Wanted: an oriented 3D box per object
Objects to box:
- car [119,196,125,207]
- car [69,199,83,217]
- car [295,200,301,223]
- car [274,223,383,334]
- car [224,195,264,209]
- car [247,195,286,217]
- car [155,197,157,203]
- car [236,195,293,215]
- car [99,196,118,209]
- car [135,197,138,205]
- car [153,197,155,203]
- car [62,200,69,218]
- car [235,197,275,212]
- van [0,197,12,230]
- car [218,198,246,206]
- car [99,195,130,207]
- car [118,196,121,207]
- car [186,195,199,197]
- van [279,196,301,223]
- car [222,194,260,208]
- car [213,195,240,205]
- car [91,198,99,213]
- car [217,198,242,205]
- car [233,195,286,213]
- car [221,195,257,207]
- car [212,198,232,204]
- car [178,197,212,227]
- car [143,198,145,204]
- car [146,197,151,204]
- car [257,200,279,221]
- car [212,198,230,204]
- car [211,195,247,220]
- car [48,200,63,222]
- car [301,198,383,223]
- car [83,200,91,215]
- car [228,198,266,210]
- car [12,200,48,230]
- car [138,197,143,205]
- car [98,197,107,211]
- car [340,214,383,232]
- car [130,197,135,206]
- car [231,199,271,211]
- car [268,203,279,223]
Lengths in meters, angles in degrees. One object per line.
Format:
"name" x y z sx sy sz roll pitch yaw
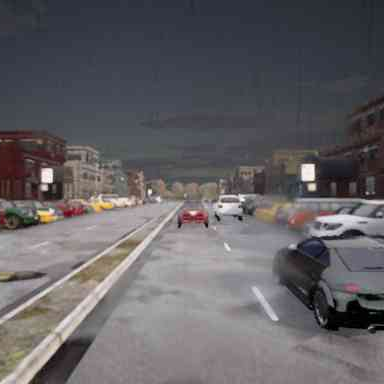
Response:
"car" -12.848 1.678 49.238 4.674 1.452 2.002 0 0 0
"car" -12.867 1.598 29.791 5.008 1.535 2.097 0 0 0
"car" 7.659 1.442 15.924 4.553 1.767 2.185 0 0 0
"car" 3.094 1.610 6.987 1.994 1.385 4.181 0 0 0
"car" 7.573 1.394 49.011 5.566 2.045 2.435 0 0 0
"car" 7.584 1.475 32.473 4.553 1.767 2.185 0 0 0
"car" -12.800 2.459 90.902 4.674 1.452 2.002 0 -1 0
"car" 7.584 1.352 35.230 5.566 2.045 2.435 0 0 0
"car" -13.042 1.605 43.810 5.366 1.575 1.946 0 0 0
"car" -12.806 1.661 60.345 4.553 1.767 2.185 0 -1 0
"car" -12.804 2.299 85.471 5.008 1.535 2.097 0 -1 0
"car" -12.907 1.470 27.012 4.553 1.767 2.185 0 0 0
"car" 7.639 1.481 40.743 4.553 1.767 2.185 0 0 0
"van" -13.003 1.353 18.673 4.442 1.987 1.878 0 0 0
"car" 7.586 1.835 62.782 5.008 1.535 2.097 0 -1 0
"car" -13.033 1.662 52.012 5.366 1.575 1.946 0 -1 0
"car" -12.856 1.659 46.581 4.674 1.452 2.002 0 0 0
"car" 0.059 1.349 41.352 2.150 2.045 5.566 0 -1 0
"van" 7.509 1.351 18.682 4.442 1.987 1.878 0 0 0
"car" 7.571 1.418 51.764 5.566 2.045 2.435 0 -1 0
"car" 7.611 1.797 73.814 5.566 2.045 2.435 0 -1 0
"car" -12.872 1.600 35.350 4.892 1.521 2.231 0 0 0
"car" 7.616 1.970 68.295 4.792 1.488 2.163 0 -1 0
"car" 7.639 1.353 37.988 5.566 2.045 2.435 0 0 0
"car" 7.569 1.451 54.521 5.566 2.045 2.435 0 -1 0
"car" 7.603 2.304 84.834 4.792 1.488 2.163 0 -1 0
"car" 0.081 1.463 24.085 2.097 1.767 4.553 0 0 0
"car" -13.013 1.949 68.801 5.366 1.575 1.946 0 -1 0
"car" -12.824 2.118 77.011 5.008 1.535 2.097 0 -1 0
"car" 7.807 1.588 24.197 5.366 1.575 1.946 0 0 0
"car" 7.569 2.376 87.628 4.674 1.452 2.002 0 -1 0
"car" 3.077 1.341 29.345 2.150 2.045 5.566 0 0 0
"car" -12.693 1.590 24.355 5.366 1.575 1.946 0 0 0
"car" 7.602 1.305 13.166 5.566 2.045 2.435 0 0 0
"car" -12.898 1.628 32.570 4.792 1.488 2.163 0 0 0
"car" 7.598 1.624 46.252 5.008 1.535 2.097 0 0 0
"car" -12.851 1.335 21.573 5.566 2.045 2.435 0 0 0
"car" -12.837 1.897 66.022 4.892 1.521 2.231 0 -1 0
"car" -12.868 1.600 38.254 5.008 1.535 2.097 0 0 0
"car" 7.603 1.573 10.407 4.792 1.488 2.163 0 0 0
"car" -12.815 1.447 54.794 5.566 2.045 2.435 0 -1 0
"car" 7.635 1.644 43.500 4.792 1.488 2.163 0 0 0
"car" 7.621 1.625 21.440 4.674 1.452 2.002 0 0 0
